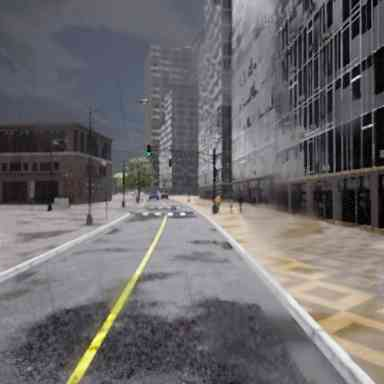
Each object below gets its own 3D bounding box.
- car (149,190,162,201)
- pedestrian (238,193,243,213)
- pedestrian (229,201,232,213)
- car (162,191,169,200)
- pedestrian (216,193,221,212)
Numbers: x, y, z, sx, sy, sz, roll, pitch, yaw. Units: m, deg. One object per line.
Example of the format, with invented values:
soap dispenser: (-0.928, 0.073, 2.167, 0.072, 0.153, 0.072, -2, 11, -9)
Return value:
car: (-8.234, 0.863, 72.674, 2.150, 2.045, 5.566, 0, 0, -8)
pedestrian: (4.506, 1.014, 30.942, 0.375, 1.860, 0.375, 1, -1, -3)
pedestrian: (3.545, 1.386, 30.278, 0.500, 1.100, 0.500, 1, -1, -3)
car: (-6.781, 1.088, 81.139, 1.837, 1.490, 4.892, 0, 0, -10)
pedestrian: (2.473, 0.995, 31.419, 0.375, 1.860, 0.375, 1, -1, -3)
